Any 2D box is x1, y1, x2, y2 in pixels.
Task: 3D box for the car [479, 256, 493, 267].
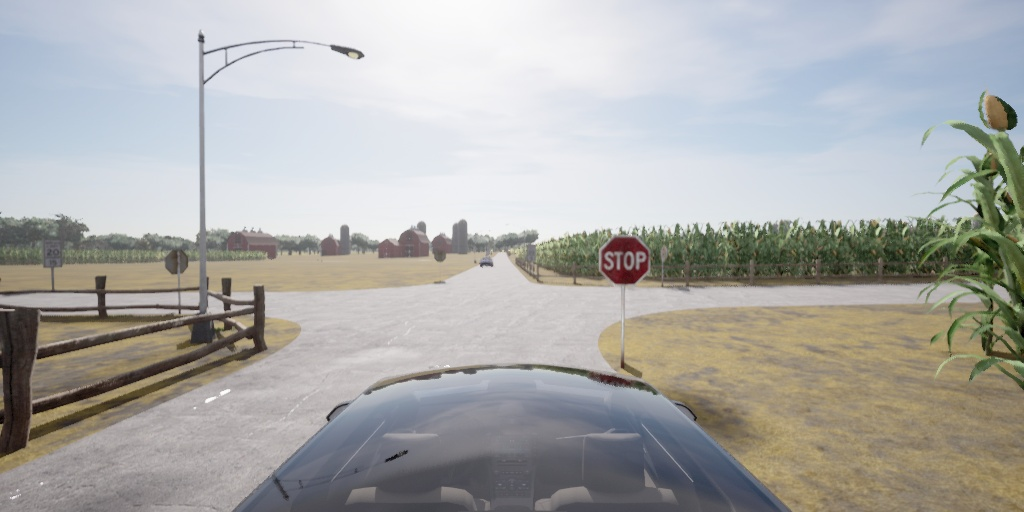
[{"bbox_3d":[-4.080,0.852,57.802,2.097,1.767,4.553,0,0,-1],"label":"car"}]
